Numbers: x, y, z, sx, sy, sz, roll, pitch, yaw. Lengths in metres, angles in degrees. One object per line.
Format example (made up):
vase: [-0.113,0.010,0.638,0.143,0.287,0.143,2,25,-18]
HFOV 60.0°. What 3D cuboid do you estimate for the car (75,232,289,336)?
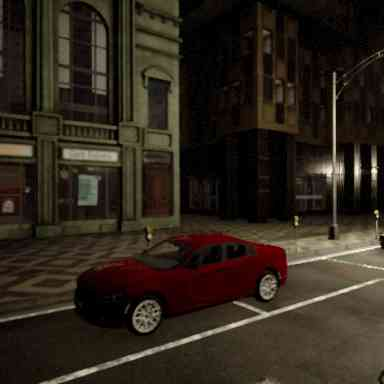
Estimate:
car: [0.013,1.545,6.660,4.507,1.381,1.887,0,0,-35]

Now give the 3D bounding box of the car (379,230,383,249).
car: [9.193,1.567,13.203,4.313,1.339,1.947,0,0,-35]
